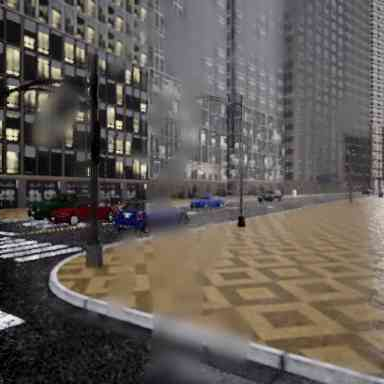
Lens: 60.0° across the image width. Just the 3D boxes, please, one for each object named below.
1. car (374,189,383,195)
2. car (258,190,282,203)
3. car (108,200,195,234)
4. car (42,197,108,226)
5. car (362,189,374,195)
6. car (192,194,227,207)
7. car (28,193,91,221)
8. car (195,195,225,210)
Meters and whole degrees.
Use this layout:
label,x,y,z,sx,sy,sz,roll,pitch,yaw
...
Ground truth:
label,x,y,z,sx,sy,sz,roll,pitch,yaw
car,47.626,0.065,82.650,4.674,1.442,1.812,-1,1,-43
car,12.126,0.664,51.414,2.150,2.045,5.566,0,1,35
car,-2.148,1.245,18.957,2.097,1.767,4.553,0,1,34
car,-7.351,1.359,23.041,1.882,1.535,5.008,0,1,34
car,44.720,0.052,84.374,4.892,1.490,1.837,-1,1,-43
car,2.304,1.083,42.952,2.033,1.411,5.357,0,1,34
car,-9.583,1.088,25.542,2.150,2.045,5.566,0,1,34
car,1.667,1.110,36.261,1.882,1.535,5.008,0,1,34
